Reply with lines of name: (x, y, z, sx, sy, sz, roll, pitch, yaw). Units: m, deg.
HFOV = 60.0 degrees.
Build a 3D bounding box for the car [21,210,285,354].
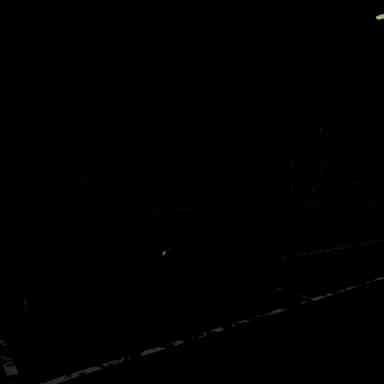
car: (-0.378, 1.315, 6.301, 5.009, 1.841, 2.192, 0, 0, -36)
